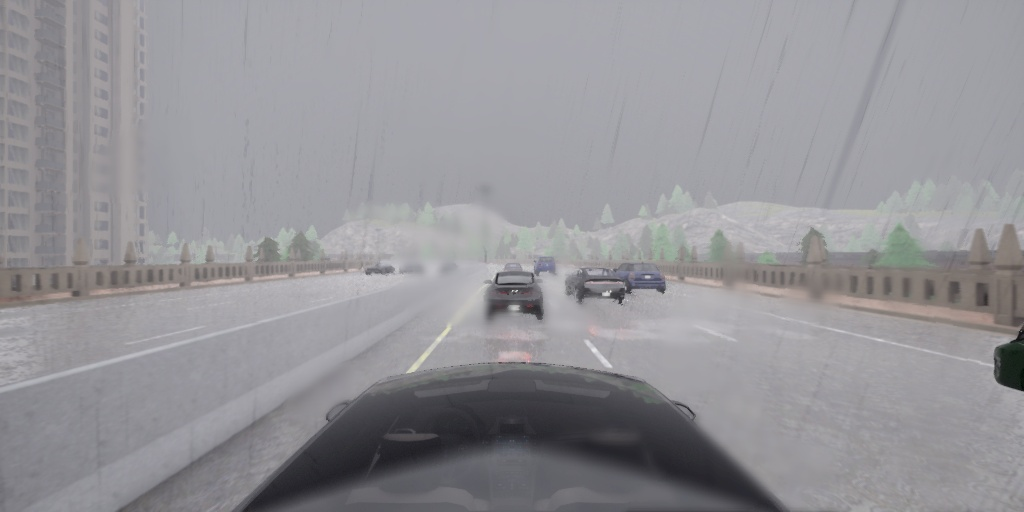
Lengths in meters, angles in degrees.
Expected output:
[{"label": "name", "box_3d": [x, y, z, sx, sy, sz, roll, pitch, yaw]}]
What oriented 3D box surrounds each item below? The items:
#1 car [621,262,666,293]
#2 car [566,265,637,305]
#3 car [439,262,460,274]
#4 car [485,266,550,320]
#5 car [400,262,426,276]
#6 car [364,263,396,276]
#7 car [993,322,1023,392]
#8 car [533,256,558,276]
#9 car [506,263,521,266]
[{"label": "car", "box_3d": [7.105, 1.124, 20.891, 2.097, 1.767, 4.553, 0, 0, 0]}, {"label": "car", "box_3d": [3.603, 1.255, 16.129, 2.128, 1.511, 4.902, 0, 0, 0]}, {"label": "car", "box_3d": [-7.233, 1.393, 42.091, 1.994, 1.385, 4.181, 0, 0, -2]}, {"label": "car", "box_3d": [0.102, 1.264, 12.684, 1.837, 1.490, 4.892, 0, 0, 0]}, {"label": "car", "box_3d": [-10.671, 1.383, 38.928, 1.994, 1.385, 4.181, 0, 0, -1]}, {"label": "car", "box_3d": [-14.133, 1.419, 38.575, 1.895, 1.301, 4.718, 0, 0, -1]}, {"label": "car", "box_3d": [7.100, 0.971, 1.999, 2.150, 2.045, 5.566, 0, 0, 0]}, {"label": "car", "box_3d": [3.586, 1.039, 38.753, 2.150, 2.045, 5.566, 0, 0, -1]}, {"label": "car", "box_3d": [0.106, 1.352, 33.962, 2.033, 1.411, 5.357, 0, 0, 0]}]
